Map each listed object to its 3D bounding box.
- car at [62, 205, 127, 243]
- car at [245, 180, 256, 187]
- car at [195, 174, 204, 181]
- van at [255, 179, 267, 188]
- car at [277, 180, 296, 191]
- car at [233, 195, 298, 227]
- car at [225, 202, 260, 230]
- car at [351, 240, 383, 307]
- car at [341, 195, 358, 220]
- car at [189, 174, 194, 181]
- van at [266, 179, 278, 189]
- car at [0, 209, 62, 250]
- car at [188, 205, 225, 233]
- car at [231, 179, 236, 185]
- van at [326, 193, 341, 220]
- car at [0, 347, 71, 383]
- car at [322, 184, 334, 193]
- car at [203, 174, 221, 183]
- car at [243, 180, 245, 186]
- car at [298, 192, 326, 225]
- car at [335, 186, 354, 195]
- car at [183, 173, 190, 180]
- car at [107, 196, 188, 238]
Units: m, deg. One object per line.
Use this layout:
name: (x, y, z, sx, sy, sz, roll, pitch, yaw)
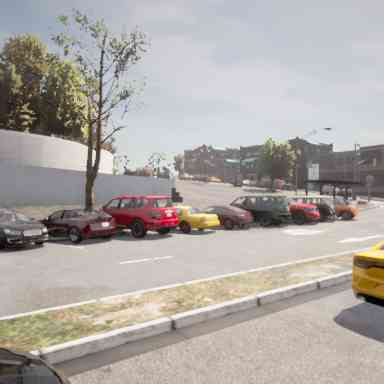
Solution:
car: (-5.775, 1.523, 16.113, 4.792, 1.488, 2.163, -1, -1, 35)
car: (14.435, -1.826, 74.102, 1.946, 1.575, 5.366, 7, 3, 35)
car: (3.910, -3.713, 88.659, 2.435, 2.045, 5.566, 7, 3, 34)
van: (16.008, -1.778, 71.370, 1.878, 1.987, 4.442, 7, 4, 35)
car: (19.495, -1.006, 66.535, 2.231, 1.521, 4.892, 7, 3, 35)
car: (4.027, 1.258, 23.066, 5.566, 2.045, 2.435, -1, -1, 35)
car: (1.599, 1.545, 21.310, 4.674, 1.452, 2.002, -1, -1, 35)
car: (5.333, 1.484, 6.927, 5.008, 1.535, 1.882, 0, 0, -35)
car: (11.490, 1.397, 28.188, 4.553, 1.767, 2.185, -1, -1, 35)
car: (2.117, -3.865, 91.125, 2.185, 1.767, 4.553, 6, 3, 34)
van: (17.736, -1.505, 68.898, 1.878, 1.987, 4.442, 7, 4, 35)
car: (-8.195, 1.493, 14.367, 4.892, 1.521, 2.231, -1, -1, 35)
car: (-1.009, 1.500, 19.683, 5.366, 1.575, 1.946, -1, -1, 35)
car: (10.863, -2.331, 78.886, 2.002, 1.452, 4.674, 7, 3, 35)
van: (9.080, 1.291, 26.439, 4.442, 1.987, 1.878, -1, -1, 35)
car: (-2.826, 1.491, 1.118, 4.902, 1.511, 2.128, 0, 0, -36)
car: (24.702, -0.440, 59.148, 2.435, 2.045, 5.566, 7, 3, 35)
car: (5.761, -3.190, 86.399, 1.946, 1.575, 5.366, 7, 3, 34)
car: (12.604, -2.058, 76.423, 2.002, 1.452, 4.674, 7, 4, 35)
car: (6.541, 1.262, 24.770, 5.566, 2.045, 2.435, -1, -1, 35)
car: (26.392, 0.122, 56.675, 2.002, 1.452, 4.674, 7, 3, 35)
car: (0.388, -4.099, 93.596, 2.185, 1.767, 4.553, 4, 1, 33)
car: (-3.329, 1.246, 17.857, 5.566, 2.045, 2.435, -1, -1, 35)
